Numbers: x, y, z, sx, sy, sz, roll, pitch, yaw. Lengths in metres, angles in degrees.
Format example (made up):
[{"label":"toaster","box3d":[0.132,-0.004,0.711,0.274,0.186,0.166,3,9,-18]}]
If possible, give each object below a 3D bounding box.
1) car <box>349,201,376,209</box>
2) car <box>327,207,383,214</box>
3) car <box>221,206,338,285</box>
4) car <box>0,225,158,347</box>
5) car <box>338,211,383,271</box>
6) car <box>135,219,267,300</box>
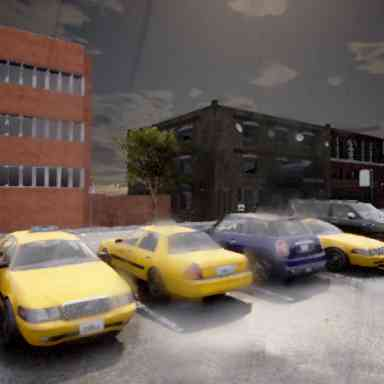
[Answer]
[{"label":"car","box3d":[10.805,1.511,16.656,2.185,1.767,4.553,1,0,-36]},{"label":"car","box3d":[8.487,1.653,15.038,2.002,1.452,4.674,1,0,-36]},{"label":"car","box3d":[1.604,1.415,10.092,2.185,1.767,4.553,1,0,-36]},{"label":"car","box3d":[-2.907,1.489,6.684,1.946,1.575,5.366,1,0,-35]},{"label":"car","box3d":[3.993,1.561,11.607,1.946,1.575,5.366,1,0,-36]},{"label":"car","box3d":[-0.822,1.513,8.627,1.946,1.575,5.366,1,0,-36]}]
